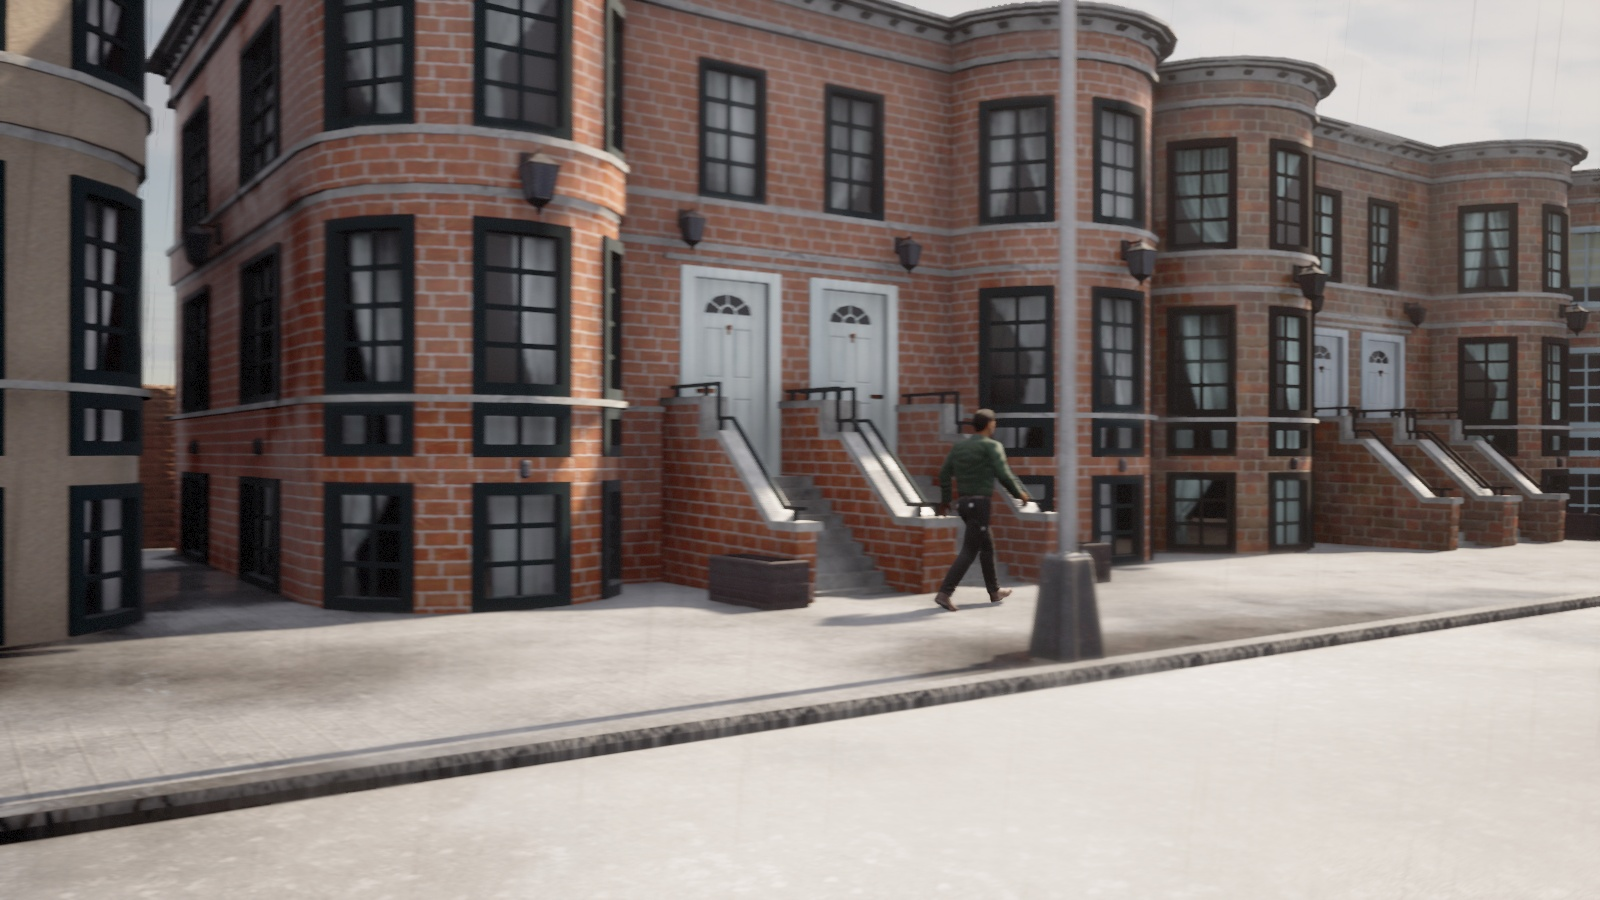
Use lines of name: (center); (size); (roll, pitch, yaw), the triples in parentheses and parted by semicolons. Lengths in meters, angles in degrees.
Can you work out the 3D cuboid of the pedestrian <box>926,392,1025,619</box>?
pedestrian: (1.572, 0.479, 11.210); (0.788, 1.949, 0.423); (0, 0, -34)
